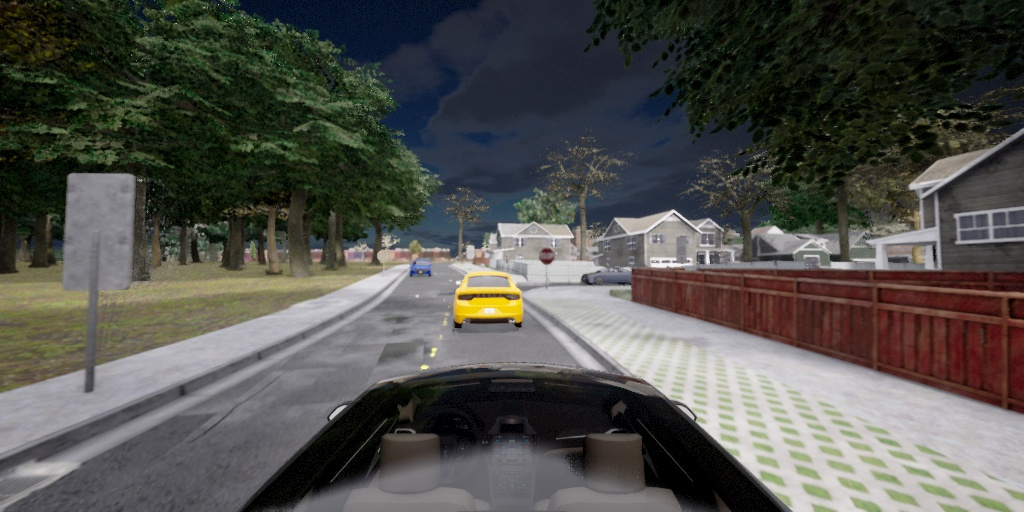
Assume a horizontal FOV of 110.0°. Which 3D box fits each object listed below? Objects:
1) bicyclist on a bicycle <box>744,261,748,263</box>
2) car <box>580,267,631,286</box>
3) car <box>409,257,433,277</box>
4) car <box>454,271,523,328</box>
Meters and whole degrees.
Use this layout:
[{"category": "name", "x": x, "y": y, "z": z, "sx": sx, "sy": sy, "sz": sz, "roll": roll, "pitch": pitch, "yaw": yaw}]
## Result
[{"category": "bicyclist on a bicycle", "x": 14.869, "y": 1.110, "z": 22.517, "sx": 0.582, "sy": 1.620, "sz": 1.656, "roll": 1, "pitch": -3, "yaw": -13}, {"category": "car", "x": 7.254, "y": 1.514, "z": 26.736, "sx": 4.181, "sy": 1.385, "sz": 1.994, "roll": 1, "pitch": -3, "yaw": -12}, {"category": "car", "x": -8.490, "y": 1.102, "z": 33.494, "sx": 1.882, "sy": 1.535, "sz": 5.008, "roll": 0, "pitch": 0, "yaw": -13}, {"category": "car", "x": -0.787, "y": 1.226, "z": 11.487, "sx": 1.882, "sy": 1.535, "sz": 5.008, "roll": 0, "pitch": 0, "yaw": -5}]
